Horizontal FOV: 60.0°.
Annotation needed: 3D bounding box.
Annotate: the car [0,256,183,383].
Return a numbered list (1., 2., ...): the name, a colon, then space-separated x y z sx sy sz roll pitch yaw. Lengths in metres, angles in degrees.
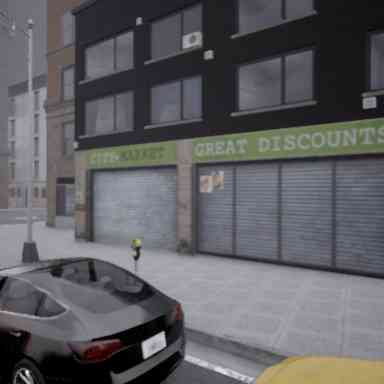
1. car: -2.072 1.592 4.575 4.313 1.339 1.947 0 0 36

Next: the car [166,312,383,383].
1. car: 2.333 1.518 1.425 4.829 1.417 1.752 0 0 36
